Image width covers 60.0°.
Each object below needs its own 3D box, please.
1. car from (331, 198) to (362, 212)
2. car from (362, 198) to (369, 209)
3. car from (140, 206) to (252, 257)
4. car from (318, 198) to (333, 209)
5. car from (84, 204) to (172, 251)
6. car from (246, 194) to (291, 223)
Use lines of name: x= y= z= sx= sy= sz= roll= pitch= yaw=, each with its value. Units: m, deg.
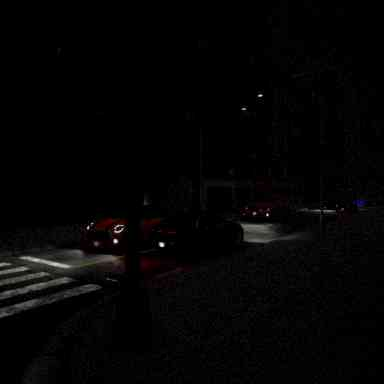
car: x=17.838 y=1.605 z=38.351 sx=1.895 sy=1.301 sz=4.718 roll=0 pitch=0 yaw=35
car: x=23.586 y=1.537 z=46.749 sx=1.812 sy=1.442 sz=4.674 roll=0 pitch=0 yaw=35
car: x=0.364 y=1.510 z=13.142 sx=1.837 sy=1.490 sz=4.892 roll=0 pitch=0 yaw=35
car: x=18.109 y=1.544 z=43.667 sx=2.033 sy=1.411 sz=5.357 roll=0 pitch=0 yaw=35
car: x=-2.314 y=1.346 z=14.229 sx=2.097 sy=1.767 sz=4.553 roll=0 pitch=0 yaw=34
car: x=6.114 y=1.212 z=26.476 sx=2.150 sy=2.045 sz=5.566 roll=0 pitch=0 yaw=35
